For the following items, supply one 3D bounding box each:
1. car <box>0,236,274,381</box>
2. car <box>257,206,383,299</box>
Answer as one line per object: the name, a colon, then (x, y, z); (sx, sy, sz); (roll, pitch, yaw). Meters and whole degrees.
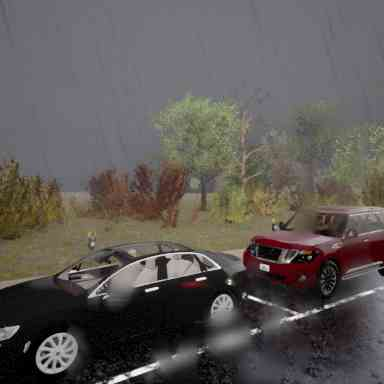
car: (-0.987, 1.551, 5.382); (4.403, 1.369, 2.008); (0, 1, -35)
car: (3.622, 1.317, 8.656); (5.009, 1.841, 2.192); (0, 1, -35)
